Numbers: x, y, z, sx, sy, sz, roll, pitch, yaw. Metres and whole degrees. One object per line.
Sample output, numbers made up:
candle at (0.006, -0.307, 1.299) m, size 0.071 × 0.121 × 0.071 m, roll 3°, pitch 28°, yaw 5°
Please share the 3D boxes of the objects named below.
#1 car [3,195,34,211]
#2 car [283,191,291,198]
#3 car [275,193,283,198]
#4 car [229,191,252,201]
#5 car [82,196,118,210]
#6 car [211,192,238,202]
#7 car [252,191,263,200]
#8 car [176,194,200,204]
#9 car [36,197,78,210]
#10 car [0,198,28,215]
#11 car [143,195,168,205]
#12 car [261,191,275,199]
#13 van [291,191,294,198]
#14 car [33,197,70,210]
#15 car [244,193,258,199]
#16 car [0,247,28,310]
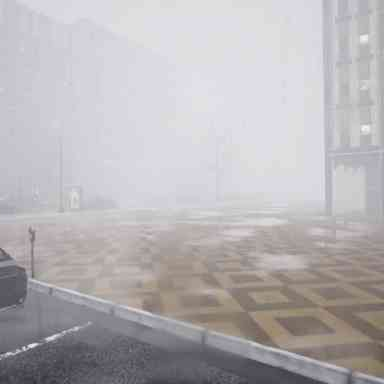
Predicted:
car at (-20.297, 1.228, 37.728) m, size 2.192 × 1.841 × 5.009 m, roll -1°, pitch 0°, yaw 36°
car at (22.140, 0.932, 82.071) m, size 1.802 × 1.307 × 4.206 m, roll -1°, pitch 0°, yaw 36°
car at (18.898, 0.939, 77.593) m, size 2.008 × 1.369 × 4.403 m, roll -1°, pitch 0°, yaw 36°
car at (9.177, 1.048, 64.159) m, size 1.887 × 1.381 × 4.507 m, roll -1°, pitch 0°, yaw 36°
car at (-10.267, 1.186, 37.292) m, size 1.967 × 1.590 × 4.097 m, roll -1°, pitch 0°, yaw 36°
car at (5.936, 1.093, 59.681) m, size 2.008 × 1.369 × 4.403 m, roll -1°, pitch 0°, yaw 36°
car at (12.418, 1.047, 68.637) m, size 1.802 × 1.307 × 4.206 m, roll -1°, pitch 0°, yaw 36°
car at (-0.546, 1.062, 50.725) m, size 1.967 × 1.590 × 4.097 m, roll -1°, pitch 0°, yaw 36°
car at (-17.054, 1.415, 42.206) m, size 1.887 × 1.381 × 4.507 m, roll -1°, pitch 0°, yaw 36°
car at (-16.747, 1.413, 28.335) m, size 1.802 × 1.307 × 4.206 m, roll -1°, pitch 0°, yaw 36°
car at (-5.814, 1.241, 53.292) m, size 1.812 × 1.442 × 4.674 m, roll -1°, pitch 0°, yaw 36°
car at (15.655, 0.741, 73.115) m, size 2.192 × 1.841 × 5.009 m, roll -1°, pitch 0°, yaw 36°
van at (25.378, 0.655, 86.549) m, size 1.690 × 1.788 × 3.998 m, roll -1°, pitch 0°, yaw 36°
car at (-15.720, 1.320, 39.644) m, size 1.882 × 1.535 × 5.008 m, roll -1°, pitch 0°, yaw 36°
car at (15.352, 1.041, 86.985) m, size 1.947 × 1.339 × 4.313 m, roll -1°, pitch 0°, yaw 36°
car at (-4.979, 1.553, 6.595) m, size 4.403 × 1.369 × 2.008 m, roll 0°, pitch -1°, yaw 35°
